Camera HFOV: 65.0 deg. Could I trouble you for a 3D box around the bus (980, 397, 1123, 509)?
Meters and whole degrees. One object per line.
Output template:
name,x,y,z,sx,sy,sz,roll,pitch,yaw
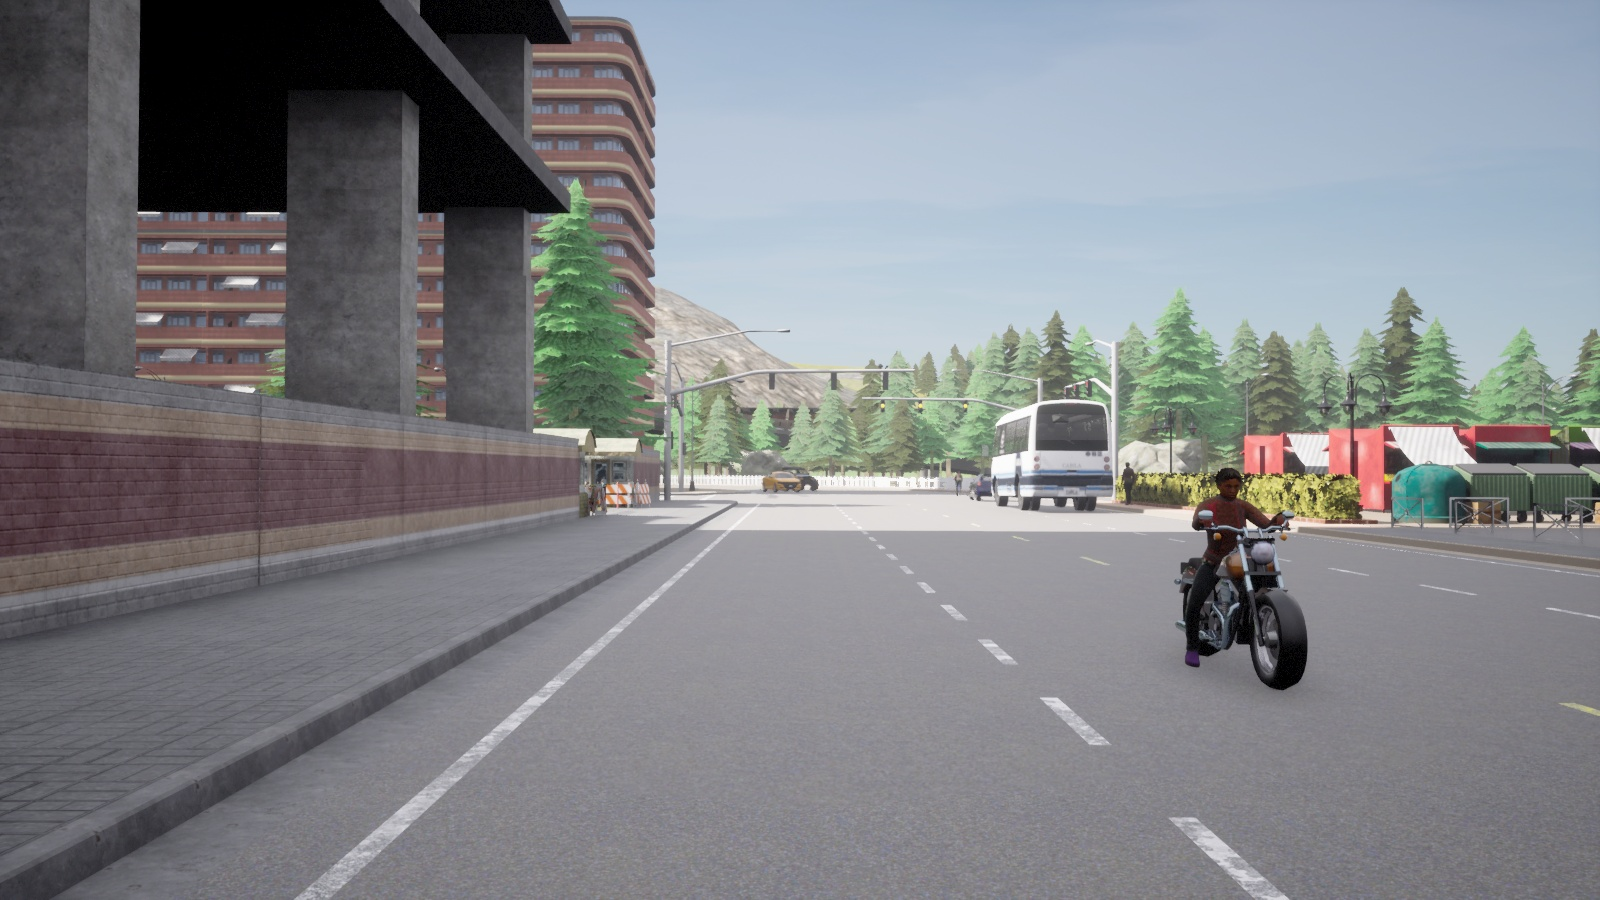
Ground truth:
bus,10.362,0.288,53.261,3.944,4.253,10.273,0,-2,0

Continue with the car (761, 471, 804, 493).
car,-1.309,2.317,90.701,1.882,1.535,5.008,0,-1,-16

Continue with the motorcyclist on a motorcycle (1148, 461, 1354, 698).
motorcyclist on a motorcycle,3.475,0.918,9.942,0.766,1.649,2.350,0,-1,0

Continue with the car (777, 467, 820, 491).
car,-0.119,2.252,97.975,1.905,1.878,3.866,0,-1,-25

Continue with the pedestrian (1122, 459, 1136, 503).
pedestrian,13.834,1.299,52.853,0.328,1.805,0.869,0,-1,-2

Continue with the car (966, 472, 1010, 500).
car,10.327,1.985,69.264,1.845,1.501,3.633,0,-1,0
